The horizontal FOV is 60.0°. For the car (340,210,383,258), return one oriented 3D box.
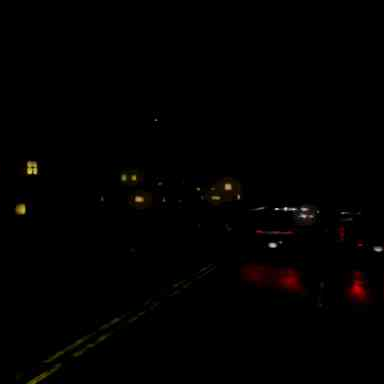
[{"bbox_3d":[6.876,1.661,12.811,1.812,1.442,4.674,0,0,23],"label":"car"}]

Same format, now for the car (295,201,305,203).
[{"bbox_3d":[20.230,2.333,62.302,1.895,1.301,4.718,0,-1,23],"label":"car"}]

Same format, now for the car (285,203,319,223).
[{"bbox_3d":[9.052,1.840,26.638,2.033,1.411,5.357,0,-1,23],"label":"car"}]

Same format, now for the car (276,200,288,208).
[{"bbox_3d":[17.197,2.225,63.478,1.882,1.535,5.008,0,-1,23],"label":"car"}]

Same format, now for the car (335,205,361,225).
[{"bbox_3d":[12.447,1.780,26.321,2.128,1.511,4.902,0,-1,23],"label":"car"}]

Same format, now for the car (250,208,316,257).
[{"bbox_3d":[3.719,1.640,13.691,2.128,1.511,4.902,0,-1,23],"label":"car"}]
